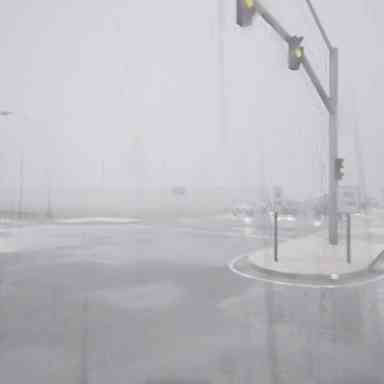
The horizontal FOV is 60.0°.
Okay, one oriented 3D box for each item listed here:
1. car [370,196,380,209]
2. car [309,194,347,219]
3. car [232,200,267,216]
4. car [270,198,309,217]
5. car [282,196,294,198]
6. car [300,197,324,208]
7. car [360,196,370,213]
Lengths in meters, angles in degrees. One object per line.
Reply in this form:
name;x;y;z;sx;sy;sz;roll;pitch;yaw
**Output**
car;24.495;1.336;46.006;2.097;1.767;4.553;0;0;36
car;12.551;1.206;29.648;2.150;2.045;5.566;0;0;36
car;5.623;1.498;32.045;1.812;1.442;4.674;0;0;37
car;9.241;1.542;31.048;1.994;1.385;4.181;0;0;36
car;10.944;1.324;39.315;2.097;1.767;4.553;0;0;36
car;17.414;1.449;48.174;1.882;1.535;5.008;0;0;37
car;18.484;1.462;37.780;1.882;1.535;5.008;0;0;36
